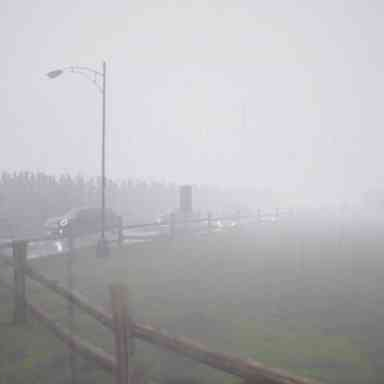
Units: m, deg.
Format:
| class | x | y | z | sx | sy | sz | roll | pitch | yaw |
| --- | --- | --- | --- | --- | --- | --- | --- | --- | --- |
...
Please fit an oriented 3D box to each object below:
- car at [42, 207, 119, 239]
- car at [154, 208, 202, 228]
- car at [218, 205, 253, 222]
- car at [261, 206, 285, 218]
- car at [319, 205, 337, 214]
| class | x | y | z | sx | sy | sz | roll | pitch | yaw |
| --- | --- | --- | --- | --- | --- | --- | --- | --- | --- |
| car | -6.429 | 1.693 | 19.744 | 2.097 | 1.767 | 4.553 | -1 | -2 | 34 |
| car | -1.064 | 2.047 | 27.254 | 2.128 | 1.511 | 4.902 | -1 | -2 | 36 |
| car | 4.633 | 2.131 | 35.124 | 2.097 | 1.767 | 4.553 | -1 | -2 | 36 |
| car | 10.692 | 2.540 | 43.395 | 1.812 | 1.442 | 4.674 | -1 | -2 | 35 |
| car | 22.294 | 2.823 | 54.538 | 1.882 | 1.535 | 5.008 | -1 | -2 | 36 |
